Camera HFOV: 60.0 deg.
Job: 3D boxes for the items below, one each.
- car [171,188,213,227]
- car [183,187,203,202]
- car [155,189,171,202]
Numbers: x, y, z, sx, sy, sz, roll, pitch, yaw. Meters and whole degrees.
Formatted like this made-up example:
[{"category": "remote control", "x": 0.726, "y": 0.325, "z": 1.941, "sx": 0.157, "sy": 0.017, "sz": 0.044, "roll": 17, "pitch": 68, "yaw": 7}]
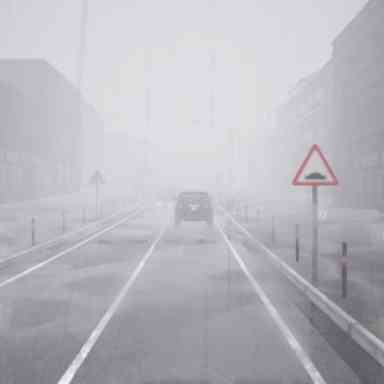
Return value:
[{"category": "car", "x": 0.093, "y": 0.878, "z": 20.277, "sx": 2.150, "sy": 2.045, "sz": 5.566, "roll": 0, "pitch": 2, "yaw": 0}, {"category": "car", "x": 0.096, "y": 0.248, "z": 38.898, "sx": 2.128, "sy": 1.511, "sz": 4.902, "roll": 0, "pitch": 3, "yaw": 0}, {"category": "car", "x": -3.079, "y": 0.344, "z": 38.485, "sx": 1.994, "sy": 1.385, "sz": 4.181, "roll": 0, "pitch": 3, "yaw": 0}]
